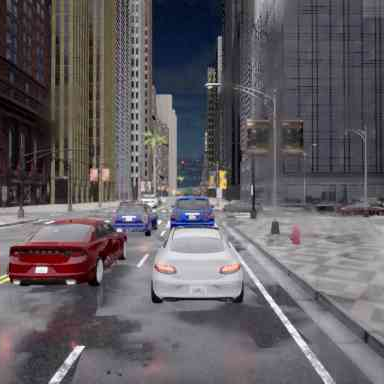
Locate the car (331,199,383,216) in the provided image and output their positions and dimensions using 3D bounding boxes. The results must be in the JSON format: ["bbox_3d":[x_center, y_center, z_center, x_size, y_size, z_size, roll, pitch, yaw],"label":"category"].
[{"bbox_3d":[15.340,1.577,30.163,4.206,1.307,1.802,0,0,-1],"label":"car"}]

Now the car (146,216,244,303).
[{"bbox_3d":[0.105,1.534,8.073,1.812,1.442,4.674,0,0,0],"label":"car"}]

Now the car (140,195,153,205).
[{"bbox_3d":[-9.690,1.609,71.414,2.150,2.045,5.566,0,0,0],"label":"car"}]

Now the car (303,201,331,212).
[{"bbox_3d":[15.217,1.662,38.687,4.313,1.339,1.947,0,0,-1],"label":"car"}]

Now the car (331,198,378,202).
[{"bbox_3d":[18.060,1.405,35.976,4.553,1.767,2.097,0,-1,-1],"label":"car"}]

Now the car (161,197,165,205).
[{"bbox_3d":[-6.518,1.805,60.684,1.837,1.490,4.892,0,0,1],"label":"car"}]

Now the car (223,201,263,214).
[{"bbox_3d":[5.475,1.662,35.783,4.181,1.385,1.994,0,-1,-1],"label":"car"}]

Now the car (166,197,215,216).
[{"bbox_3d":[0.041,1.257,17.775,2.150,2.045,5.566,0,0,1],"label":"car"}]

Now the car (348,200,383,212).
[{"bbox_3d":[20.857,1.643,38.769,4.313,1.339,1.947,0,0,-1],"label":"car"}]

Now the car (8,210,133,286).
[{"bbox_3d":[-3.144,1.489,9.445,1.882,1.535,5.008,0,0,0],"label":"car"}]

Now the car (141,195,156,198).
[{"bbox_3d":[-6.556,1.452,50.972,2.150,2.045,5.566,0,0,0],"label":"car"}]

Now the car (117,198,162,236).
[{"bbox_3d":[-3.134,1.391,18.672,2.097,1.767,4.553,0,0,0],"label":"car"}]

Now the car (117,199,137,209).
[{"bbox_3d":[-9.804,1.778,50.931,2.033,1.411,5.357,0,0,0],"label":"car"}]

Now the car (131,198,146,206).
[{"bbox_3d":[-9.767,1.827,60.840,1.812,1.442,4.674,0,0,1],"label":"car"}]
